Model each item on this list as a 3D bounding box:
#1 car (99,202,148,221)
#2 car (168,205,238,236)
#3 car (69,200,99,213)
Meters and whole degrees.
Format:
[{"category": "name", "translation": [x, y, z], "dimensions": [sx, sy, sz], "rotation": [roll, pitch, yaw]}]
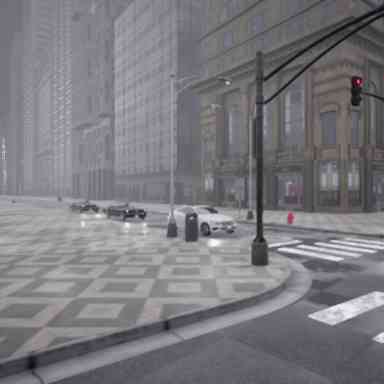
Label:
[{"category": "car", "translation": [-5.329, 1.476, 26.203], "dimensions": [1.895, 1.301, 4.718], "rotation": [0, 0, -35]}, {"category": "car", "translation": [0.424, 1.429, 18.083], "dimensions": [1.812, 1.442, 4.674], "rotation": [0, 0, -37]}, {"category": "car", "translation": [-11.211, 1.451, 34.494], "dimensions": [1.895, 1.301, 4.718], "rotation": [0, 0, -35]}]
